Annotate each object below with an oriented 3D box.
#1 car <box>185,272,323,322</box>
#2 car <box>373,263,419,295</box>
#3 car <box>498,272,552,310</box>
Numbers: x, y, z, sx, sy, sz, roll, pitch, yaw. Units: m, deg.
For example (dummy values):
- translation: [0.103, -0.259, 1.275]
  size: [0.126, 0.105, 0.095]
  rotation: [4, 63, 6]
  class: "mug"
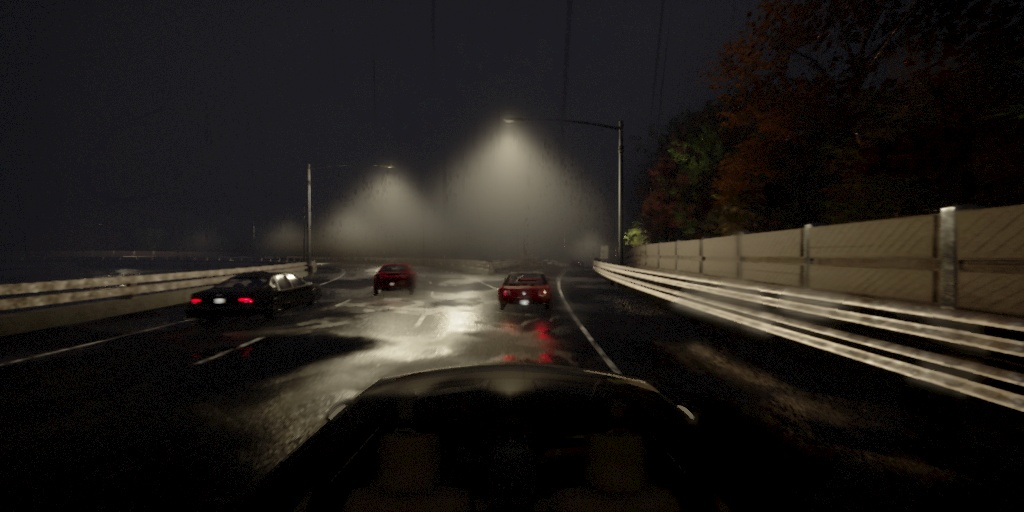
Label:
- translation: [-8.256, 1.243, 12.138]
  size: [2.033, 1.411, 5.357]
  rotation: [0, 0, -9]
  class: "car"
- translation: [-6.067, 1.129, 19.033]
  size: [1.882, 1.535, 5.008]
  rotation: [0, 0, -12]
  class: "car"
- translation: [0.589, 1.274, 14.329]
  size: [1.895, 1.301, 4.718]
  rotation: [0, 0, 4]
  class: "car"
